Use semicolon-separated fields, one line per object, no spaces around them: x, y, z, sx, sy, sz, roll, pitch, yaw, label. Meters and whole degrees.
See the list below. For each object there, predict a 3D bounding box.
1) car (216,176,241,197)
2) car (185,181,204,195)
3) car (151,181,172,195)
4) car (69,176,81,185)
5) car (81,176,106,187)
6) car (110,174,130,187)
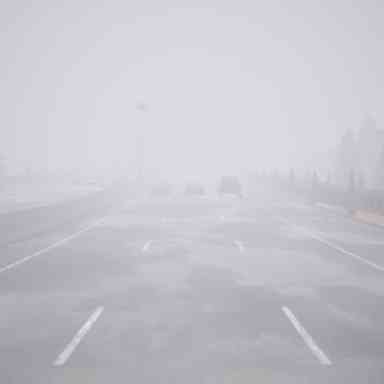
3.729;-0.661;34.117;2.150;2.045;5.566;0;5;1;car
0.255;-0.485;36.064;1.994;1.385;4.181;0;5;1;car
-3.248;-0.466;35.878;1.994;1.385;4.181;0;5;1;car
-17.280;-1.753;51.338;1.895;1.301;4.718;0;5;1;car
-13.817;-1.597;48.058;1.882;1.535;5.008;0;5;1;car
-10.320;-1.700;47.782;2.097;1.767;4.553;0;5;1;car
